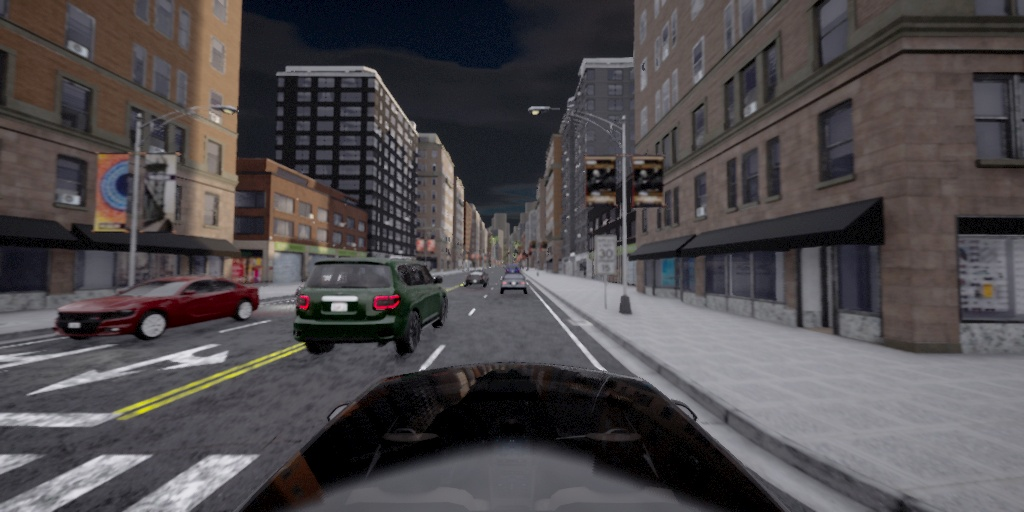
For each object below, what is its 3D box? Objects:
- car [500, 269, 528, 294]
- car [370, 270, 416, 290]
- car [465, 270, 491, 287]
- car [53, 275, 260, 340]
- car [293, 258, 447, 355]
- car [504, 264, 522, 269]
[{"bbox_3d":[0.125,1.865,25.513,2.033,1.411,5.357,0,-1,0],"label":"car"},{"bbox_3d":[-9.726,1.925,29.889,2.033,1.411,5.357,0,-1,0],"label":"car"},{"bbox_3d":[-3.125,2.010,32.581,1.812,1.442,4.674,0,-1,0],"label":"car"},{"bbox_3d":[-9.827,1.350,10.558,1.882,1.535,5.008,0,-1,0],"label":"car"},{"bbox_3d":[-3.139,1.094,9.198,2.150,2.045,5.566,0,-2,0],"label":"car"},{"bbox_3d":[0.111,2.139,48.779,2.150,2.045,5.566,0,-1,0],"label":"car"}]
